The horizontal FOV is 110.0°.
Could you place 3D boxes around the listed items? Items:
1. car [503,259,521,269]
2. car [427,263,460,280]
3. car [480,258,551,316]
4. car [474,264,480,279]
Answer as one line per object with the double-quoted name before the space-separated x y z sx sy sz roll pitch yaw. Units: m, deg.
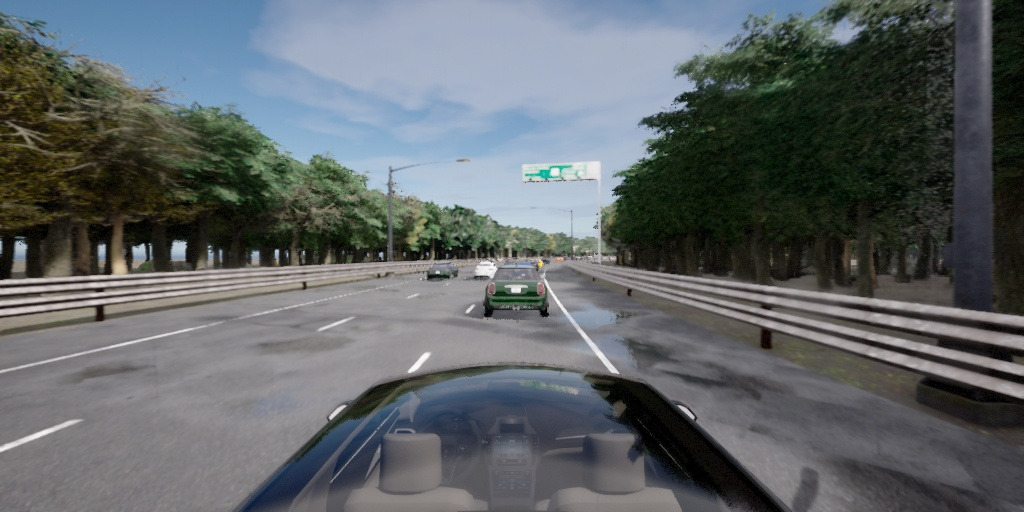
"car" 0.021 1.223 55.188 2.128 1.511 4.902 0 0 7
"car" -5.854 1.295 30.954 1.994 1.385 4.181 0 0 4
"car" 0.199 1.103 13.507 2.097 1.767 4.553 0 0 2
"car" -2.248 1.266 32.411 1.812 1.442 4.674 0 0 4
